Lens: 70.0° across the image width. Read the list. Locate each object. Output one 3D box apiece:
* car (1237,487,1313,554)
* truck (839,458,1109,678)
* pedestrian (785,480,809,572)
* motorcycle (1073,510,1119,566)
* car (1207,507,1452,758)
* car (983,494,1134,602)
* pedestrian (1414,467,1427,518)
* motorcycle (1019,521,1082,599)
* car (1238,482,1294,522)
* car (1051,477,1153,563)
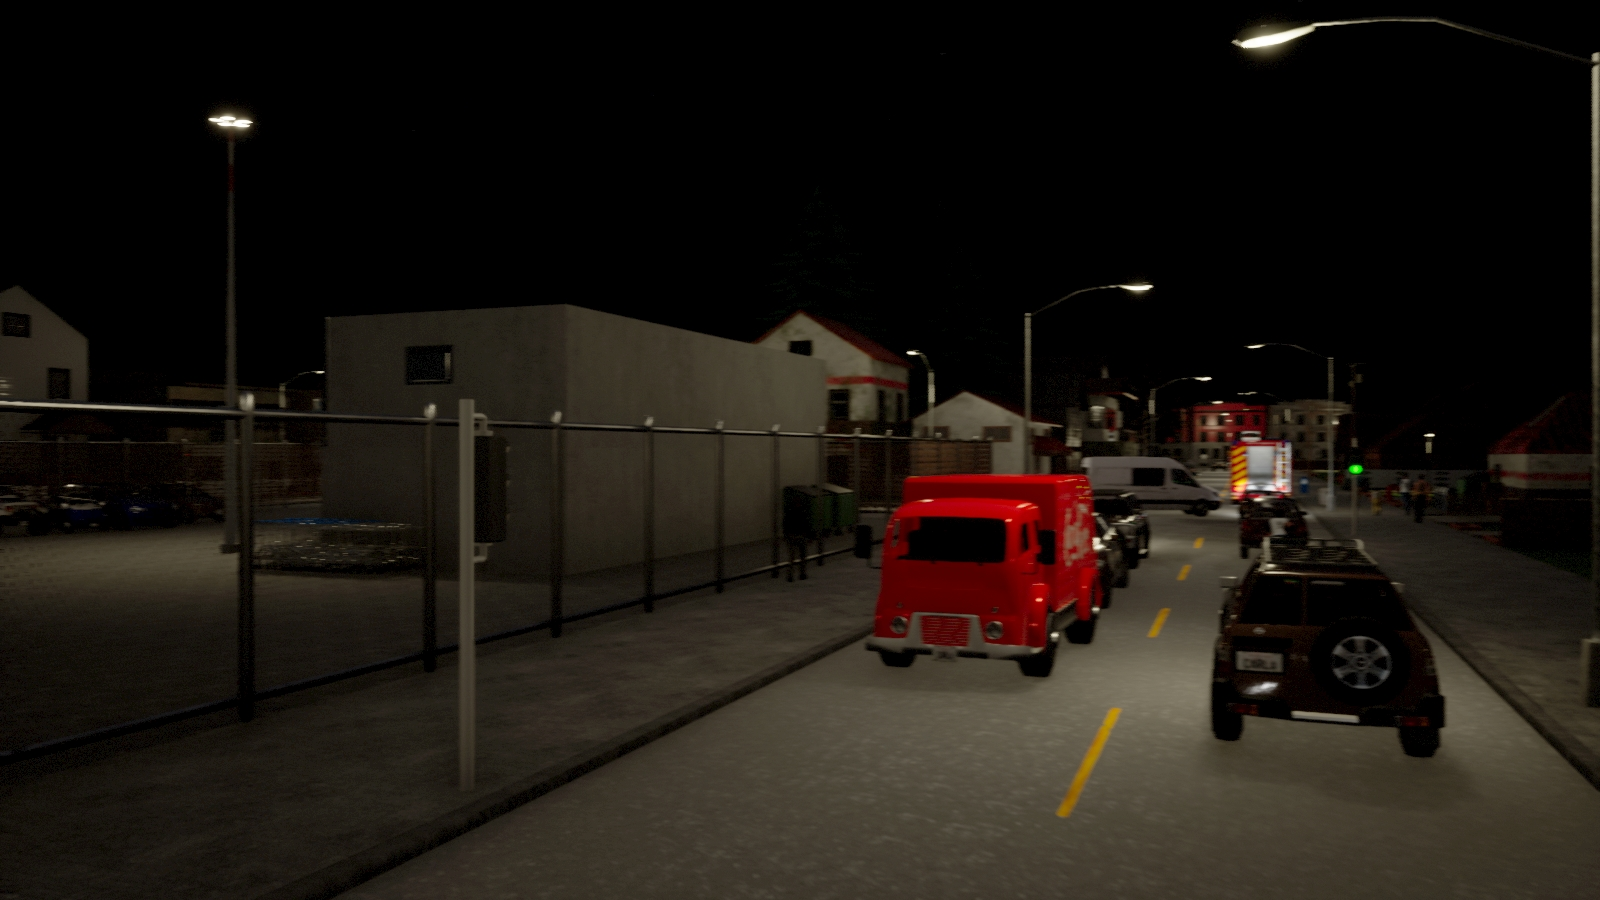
[{"bbox_3d":[12.754,1.835,30.802,1.789,1.549,3.705,0,0,21],"label":"car"},{"bbox_3d":[2.659,1.367,15.922,2.627,2.467,5.204,0,0,22],"label":"truck"},{"bbox_3d":[-0.064,1.556,23.469,0.375,1.860,0.375,0,0,24],"label":"pedestrian"},{"bbox_3d":[6.904,2.022,26.551,0.803,1.145,2.033,0,0,21],"label":"motorcycle"},{"bbox_3d":[5.409,1.655,12.061,1.932,1.855,4.605,0,0,22],"label":"car"},{"bbox_3d":[5.206,1.797,22.422,2.152,1.651,5.027,0,0,21],"label":"car"},{"bbox_3d":[22.924,1.560,42.192,0.375,1.860,0.375,0,0,20],"label":"pedestrian"},{"bbox_3d":[4.613,1.986,20.947,0.856,1.236,1.805,0,0,21],"label":"motorcycle"},{"bbox_3d":[18.040,1.976,44.340,1.895,1.301,4.718,0,0,21],"label":"car"},{"bbox_3d":[7.672,1.674,28.746,1.932,1.855,4.605,0,0,22],"label":"car"}]
